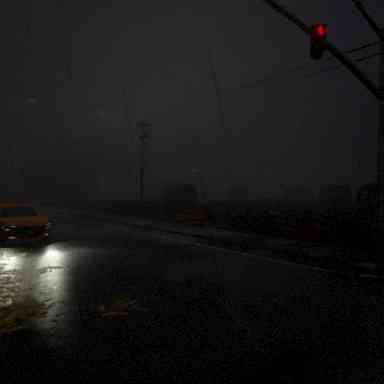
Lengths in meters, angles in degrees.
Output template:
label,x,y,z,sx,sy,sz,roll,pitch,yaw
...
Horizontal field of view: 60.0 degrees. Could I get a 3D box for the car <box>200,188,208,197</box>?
label,x,y,z,sx,sy,sz,roll,pitch,yaw
car,2.967,0.159,80.793,1.905,1.878,3.866,6,3,6

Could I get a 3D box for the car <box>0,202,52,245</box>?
label,x,y,z,sx,sy,sz,roll,pitch,yaw
car,-7.698,1.251,14.526,1.882,1.535,5.008,0,1,-40
